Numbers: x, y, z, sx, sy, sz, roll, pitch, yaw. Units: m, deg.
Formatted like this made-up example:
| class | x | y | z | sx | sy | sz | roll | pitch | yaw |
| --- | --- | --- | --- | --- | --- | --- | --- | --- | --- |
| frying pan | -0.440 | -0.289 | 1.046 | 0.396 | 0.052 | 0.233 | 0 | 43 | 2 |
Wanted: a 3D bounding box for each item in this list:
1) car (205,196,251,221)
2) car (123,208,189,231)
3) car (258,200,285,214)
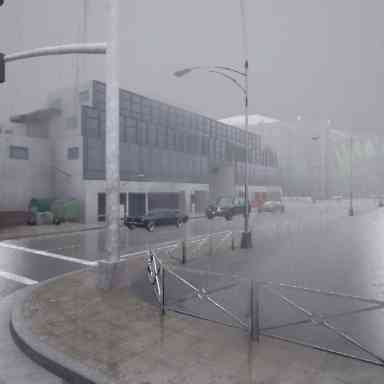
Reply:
| class | x | y | z | sx | sy | sz | roll | pitch | yaw |
| --- | --- | --- | --- | --- | --- | --- | --- | --- | --- |
| car | 3.414 | 1.398 | 30.189 | 2.150 | 2.045 | 5.566 | 0 | 0 | 36 |
| car | -2.315 | 1.777 | 22.159 | 1.895 | 1.301 | 4.718 | 0 | 0 | 35 |
| car | 9.188 | 1.702 | 38.263 | 1.812 | 1.442 | 4.674 | 0 | 0 | 36 |
